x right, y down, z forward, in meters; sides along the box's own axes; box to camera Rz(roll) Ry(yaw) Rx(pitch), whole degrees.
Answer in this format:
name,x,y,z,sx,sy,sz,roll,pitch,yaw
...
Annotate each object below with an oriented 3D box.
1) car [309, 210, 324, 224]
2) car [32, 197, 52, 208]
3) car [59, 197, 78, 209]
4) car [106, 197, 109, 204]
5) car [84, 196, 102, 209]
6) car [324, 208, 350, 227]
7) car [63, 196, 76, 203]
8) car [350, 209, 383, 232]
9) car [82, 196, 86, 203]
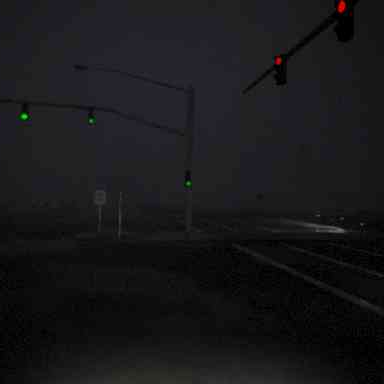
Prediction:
name,x,y,z,sx,sy,sz,roll,pitch,yaw
car,13.355,2.199,31.404,4.674,1.442,1.812,2,-1,-11
car,-20.821,1.456,46.131,1.812,1.442,4.674,2,-1,-12
car,-17.445,1.592,47.060,1.994,1.385,4.181,2,-1,-12
car,-19.474,1.746,73.451,1.837,1.490,4.892,2,-1,-12
car,-14.109,1.653,48.217,1.812,1.442,4.674,2,-1,-12
car,13.981,2.180,27.965,4.674,1.442,1.812,2,-1,-11
car,-26.017,1.640,70.540,1.895,1.301,4.718,2,-1,-12
car,14.714,2.130,24.544,4.902,1.511,2.128,2,-1,-11
car,-22.905,1.649,72.766,1.837,1.490,4.892,2,-1,-12
